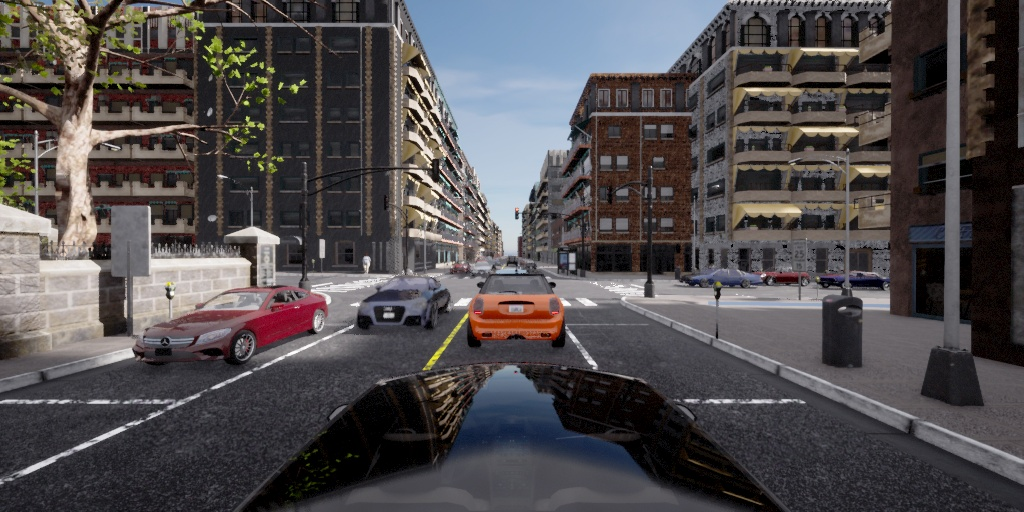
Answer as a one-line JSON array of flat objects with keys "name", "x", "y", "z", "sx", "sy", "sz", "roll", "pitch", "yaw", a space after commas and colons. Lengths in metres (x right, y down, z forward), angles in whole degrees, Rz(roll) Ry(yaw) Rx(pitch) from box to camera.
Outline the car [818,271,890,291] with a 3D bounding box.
[{"name": "car", "x": 25.253, "y": 1.815, "z": 26.321, "sx": 4.718, "sy": 1.301, "sz": 1.895, "roll": 1, "pitch": 0, "yaw": -1}]

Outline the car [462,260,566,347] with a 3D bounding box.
[{"name": "car", "x": 0.118, "y": 1.101, "z": 9.463, "sx": 2.097, "sy": 1.767, "sz": 4.553, "roll": 0, "pitch": 0, "yaw": 1}]

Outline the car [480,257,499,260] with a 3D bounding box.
[{"name": "car", "x": -3.155, "y": 1.254, "z": 50.429, "sx": 1.837, "sy": 1.490, "sz": 4.892, "roll": 0, "pitch": 0, "yaw": 0}]

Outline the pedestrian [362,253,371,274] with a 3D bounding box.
[{"name": "pedestrian", "x": -12.748, "y": 0.651, "z": 31.348, "sx": 0.375, "sy": 1.860, "sz": 0.375, "roll": 0, "pitch": -1, "yaw": -1}]

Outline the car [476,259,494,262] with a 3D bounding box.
[{"name": "car", "x": -2.895, "y": 1.273, "z": 34.939, "sx": 1.812, "sy": 1.442, "sz": 4.674, "roll": 0, "pitch": 0, "yaw": -4}]

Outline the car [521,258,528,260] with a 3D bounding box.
[{"name": "car", "x": 2.631, "y": 1.298, "z": 51.646, "sx": 2.007, "sy": 1.370, "sz": 4.403, "roll": 0, "pitch": 0, "yaw": 0}]

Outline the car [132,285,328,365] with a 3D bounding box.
[{"name": "car", "x": -5.696, "y": 1.331, "z": 7.953, "sx": 1.802, "sy": 1.307, "sz": 4.207, "roll": 0, "pitch": 0, "yaw": 0}]

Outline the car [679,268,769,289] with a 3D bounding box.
[{"name": "car", "x": 15.220, "y": 1.584, "z": 26.190, "sx": 5.357, "sy": 1.411, "sz": 2.033, "roll": 1, "pitch": 0, "yaw": -1}]

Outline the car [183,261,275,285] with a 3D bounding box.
[{"name": "car", "x": -17.673, "y": 1.034, "z": 22.550, "sx": 4.181, "sy": 1.385, "sz": 1.994, "roll": 1, "pitch": 0, "yaw": -1}]

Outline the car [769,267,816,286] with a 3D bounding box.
[{"name": "car", "x": 21.348, "y": 1.571, "z": 28.834, "sx": 4.097, "sy": 1.591, "sz": 1.967, "roll": 0, "pitch": 0, "yaw": -1}]

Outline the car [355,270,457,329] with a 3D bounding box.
[{"name": "car", "x": -3.109, "y": 1.313, "z": 11.051, "sx": 1.994, "sy": 1.385, "sz": 4.181, "roll": 0, "pitch": 0, "yaw": 0}]

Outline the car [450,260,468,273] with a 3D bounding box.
[{"name": "car", "x": -5.735, "y": 1.187, "z": 40.364, "sx": 1.967, "sy": 1.591, "sz": 4.097, "roll": 0, "pitch": 0, "yaw": 0}]
